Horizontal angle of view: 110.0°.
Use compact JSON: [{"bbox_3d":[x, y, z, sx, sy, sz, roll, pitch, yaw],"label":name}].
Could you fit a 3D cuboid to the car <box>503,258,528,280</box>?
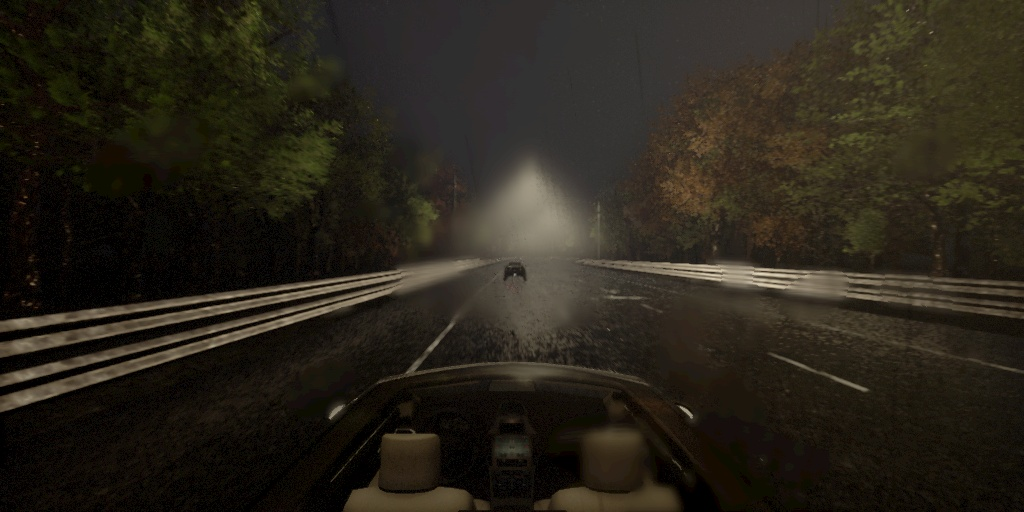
[{"bbox_3d":[0.277,1.204,30.889,1.837,1.490,4.892,0,1,1],"label":"car"}]
